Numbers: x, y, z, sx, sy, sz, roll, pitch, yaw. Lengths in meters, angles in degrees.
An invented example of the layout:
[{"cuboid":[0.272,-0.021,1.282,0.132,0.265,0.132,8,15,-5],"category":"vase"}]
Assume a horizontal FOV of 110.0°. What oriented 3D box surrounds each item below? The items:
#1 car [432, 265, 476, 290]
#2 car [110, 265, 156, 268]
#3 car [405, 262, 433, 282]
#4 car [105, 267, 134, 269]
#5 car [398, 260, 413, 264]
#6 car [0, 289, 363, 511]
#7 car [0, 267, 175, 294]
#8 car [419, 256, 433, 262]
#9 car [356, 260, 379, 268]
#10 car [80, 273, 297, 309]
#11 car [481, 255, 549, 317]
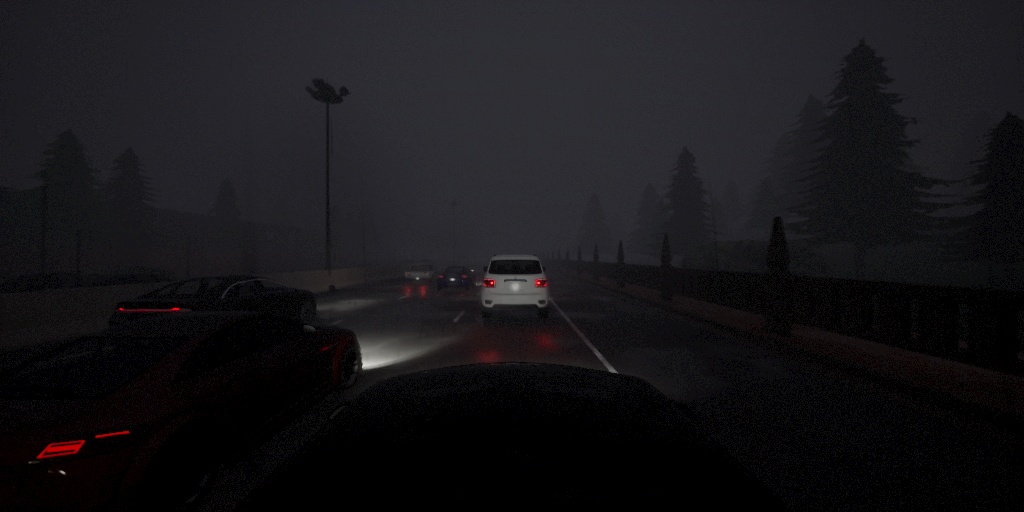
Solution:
[{"cuboid":[-3.399,1.316,22.510,1.994,1.385,4.181,0,0,0],"category":"car"},{"cuboid":[-21.099,1.243,19.515,2.128,1.511,4.902,0,0,0],"category":"car"},{"cuboid":[-6.899,1.353,28.430,1.895,1.301,4.718,0,0,0],"category":"car"},{"cuboid":[-17.601,1.299,13.014,2.033,1.411,5.357,0,0,0],"category":"car"},{"cuboid":[-17.614,1.302,60.253,2.033,1.411,5.357,0,0,0],"category":"car"},{"cuboid":[-3.400,1.314,4.124,1.994,1.385,4.181,0,0,0],"category":"car"},{"cuboid":[-14.098,1.299,12.621,2.033,1.411,5.357,0,0,0],"category":"car"},{"cuboid":[-14.107,1.258,58.135,1.837,1.490,4.892,0,0,0],"category":"car"},{"cuboid":[-20.904,1.281,51.958,1.812,1.442,4.674,0,0,1],"category":"car"},{"cuboid":[-6.899,1.242,9.047,2.128,1.511,4.902,0,0,0],"category":"car"},{"cuboid":[0.101,0.972,13.276,2.150,2.045,5.566,0,0,0],"category":"car"}]
